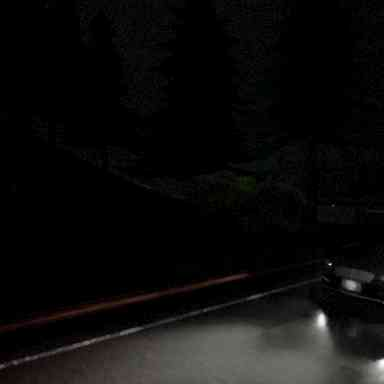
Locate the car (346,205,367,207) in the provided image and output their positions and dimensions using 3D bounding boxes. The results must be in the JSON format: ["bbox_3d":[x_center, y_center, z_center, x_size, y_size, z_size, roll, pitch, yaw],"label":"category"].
[{"bbox_3d":[18.127,1.424,39.600,1.895,1.301,4.718,-1,0,-36],"label":"car"}]

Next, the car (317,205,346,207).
[{"bbox_3d":[14.636,1.362,38.441,1.837,1.490,4.892,-1,0,-36],"label":"car"}]

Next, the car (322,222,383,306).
[{"bbox_3d":[4.892,1.411,7.463,4.902,1.511,2.128,-1,0,-35],"label":"car"}]
